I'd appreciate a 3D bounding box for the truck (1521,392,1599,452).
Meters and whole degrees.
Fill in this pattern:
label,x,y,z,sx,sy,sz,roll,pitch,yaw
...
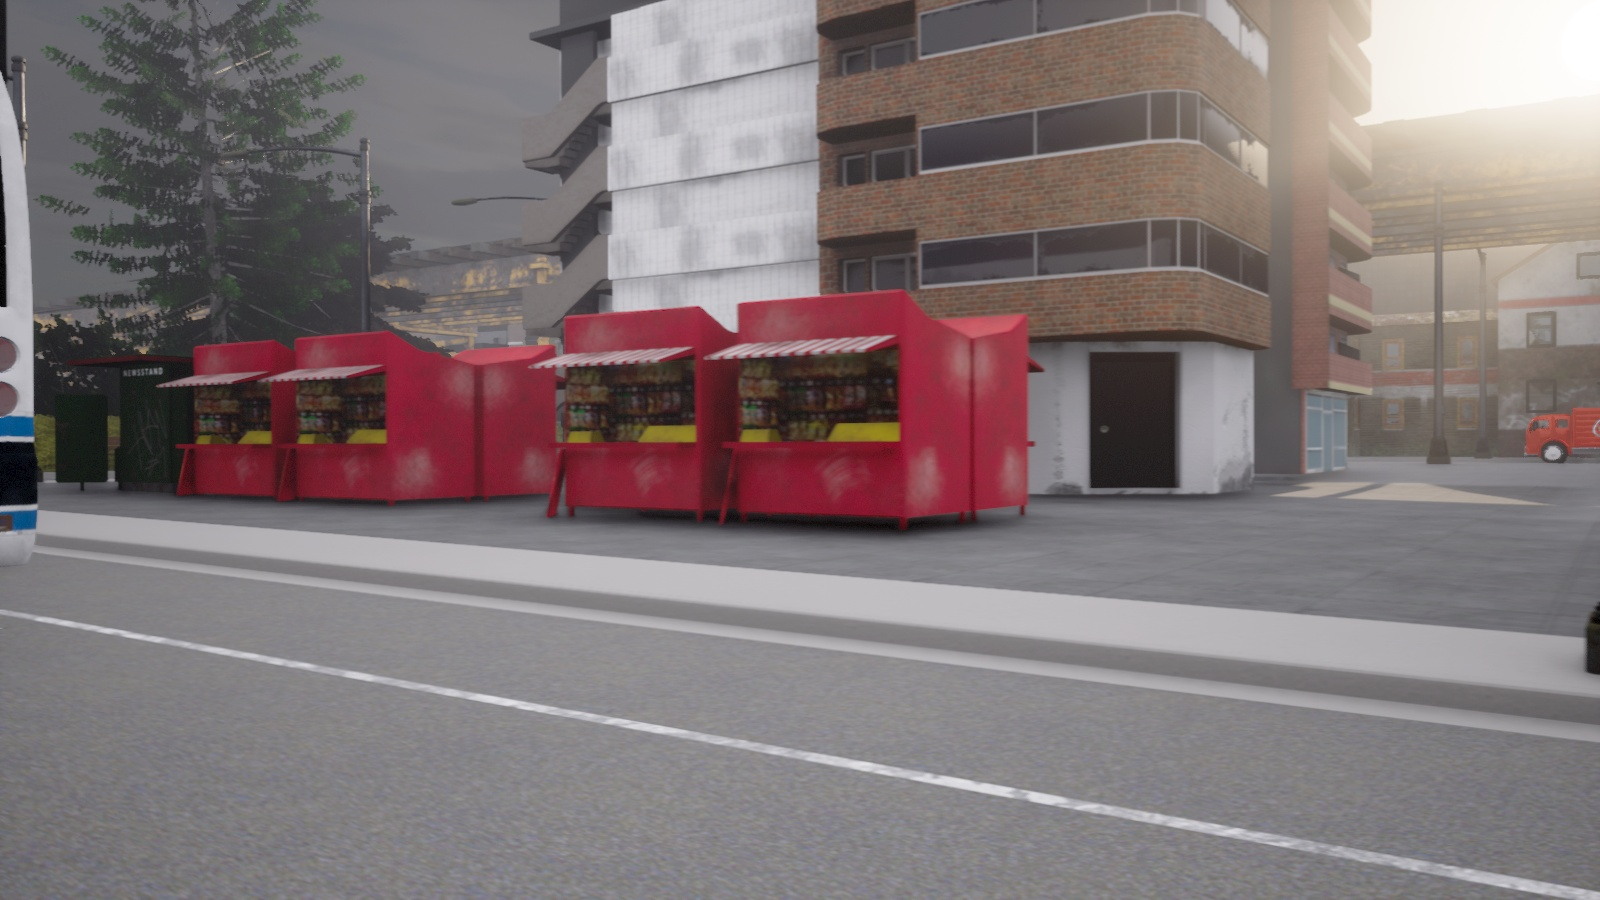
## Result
label,x,y,z,sx,sy,sz,roll,pitch,yaw
truck,33.961,-1.224,53.690,5.204,2.467,2.627,-1,0,34

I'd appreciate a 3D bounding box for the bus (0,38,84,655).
label,x,y,z,sx,sy,sz,roll,pitch,yaw
bus,-10.476,-0.690,10.612,10.273,4.253,3.944,0,1,37
